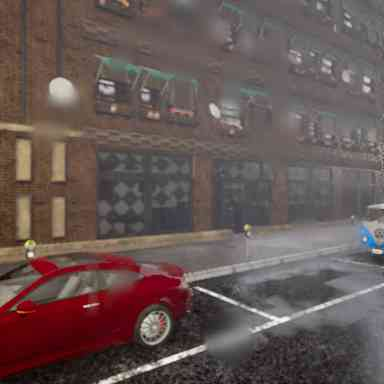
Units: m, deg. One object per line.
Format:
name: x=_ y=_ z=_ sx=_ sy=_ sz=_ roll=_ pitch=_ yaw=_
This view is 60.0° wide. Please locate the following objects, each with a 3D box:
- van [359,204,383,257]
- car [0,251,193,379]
van: x=7.312 y=1.267 z=11.272 sx=3.998 sy=1.788 sz=1.690 roll=0 pitch=1 yaw=-36
car: x=-1.923 y=1.576 z=4.691 sx=4.206 sy=1.307 sz=1.802 roll=0 pitch=1 yaw=-36
